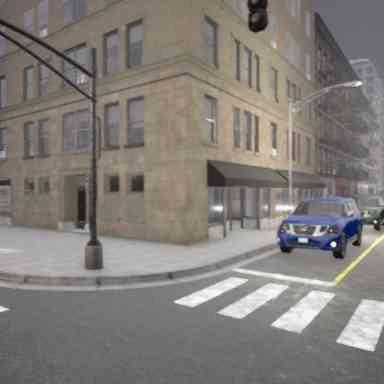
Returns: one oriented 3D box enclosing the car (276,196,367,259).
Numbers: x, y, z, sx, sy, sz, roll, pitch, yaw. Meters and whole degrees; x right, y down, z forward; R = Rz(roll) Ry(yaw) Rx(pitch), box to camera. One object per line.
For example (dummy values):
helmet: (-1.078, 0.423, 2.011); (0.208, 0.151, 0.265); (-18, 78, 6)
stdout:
car: (5.283, 1.253, 13.307); (2.150, 2.045, 5.566); (0, 0, 35)

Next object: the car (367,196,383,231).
car: (11.266, 1.271, 21.725); (2.150, 2.045, 5.566); (0, 0, 35)
